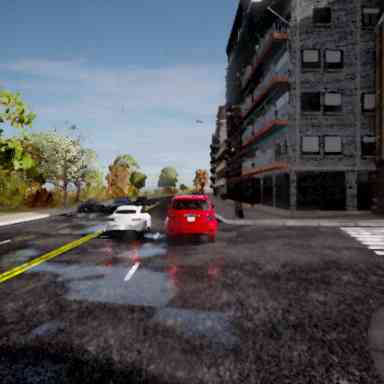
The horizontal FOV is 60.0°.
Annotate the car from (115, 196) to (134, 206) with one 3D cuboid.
[{"bbox_3d":[-10.938,1.412,53.918,2.033,1.411,5.357,0,0,-1],"label":"car"}]

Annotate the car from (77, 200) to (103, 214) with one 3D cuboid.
[{"bbox_3d":[-10.429,1.477,34.569,1.994,1.385,4.181,0,0,-2],"label":"car"}]

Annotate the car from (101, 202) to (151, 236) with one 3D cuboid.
[{"bbox_3d":[-3.334,1.476,18.098,1.812,1.442,4.674,0,0,-1],"label":"car"}]

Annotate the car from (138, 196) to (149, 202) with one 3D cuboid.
[{"bbox_3d":[-7.641,1.375,51.026,1.837,1.490,4.892,0,1,-1],"label":"car"}]

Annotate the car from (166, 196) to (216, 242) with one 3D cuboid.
[{"bbox_3d":[-0.058,1.183,16.239,2.150,2.045,5.566,0,0,-1],"label":"car"}]

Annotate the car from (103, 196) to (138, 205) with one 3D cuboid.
[{"bbox_3d":[-7.154,1.462,33.686,2.033,1.411,5.357,0,0,-2],"label":"car"}]
